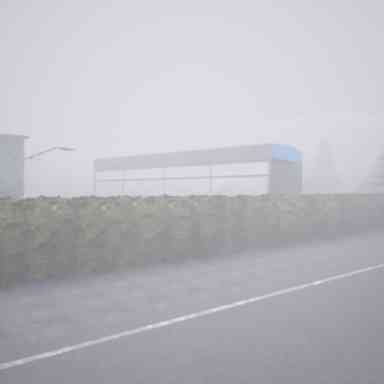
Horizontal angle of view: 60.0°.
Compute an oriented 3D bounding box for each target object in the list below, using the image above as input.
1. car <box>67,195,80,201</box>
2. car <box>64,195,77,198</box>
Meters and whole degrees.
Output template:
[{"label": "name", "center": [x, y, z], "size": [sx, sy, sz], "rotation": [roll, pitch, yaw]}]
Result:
[{"label": "car", "center": [-27.895, 1.355, 78.187], "size": [1.845, 1.501, 3.633], "rotation": [0, 0, -36]}, {"label": "car", "center": [-25.927, 1.368, 70.436], "size": [1.970, 1.475, 3.806], "rotation": [0, 0, -36]}]
